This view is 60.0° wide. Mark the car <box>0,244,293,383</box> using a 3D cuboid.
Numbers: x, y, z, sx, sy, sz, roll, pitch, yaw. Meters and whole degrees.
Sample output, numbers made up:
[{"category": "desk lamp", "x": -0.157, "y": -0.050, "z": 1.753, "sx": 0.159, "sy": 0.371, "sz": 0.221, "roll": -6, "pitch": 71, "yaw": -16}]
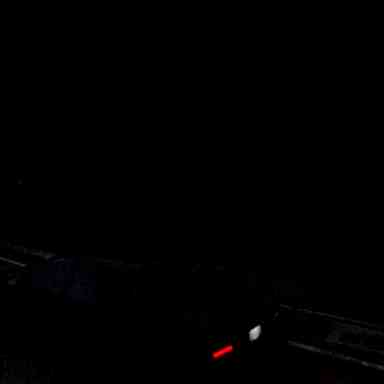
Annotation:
[{"category": "car", "x": -1.304, "y": 1.556, "z": 5.095, "sx": 5.357, "sy": 1.411, "sz": 2.033, "roll": 0, "pitch": 0, "yaw": 38}]
